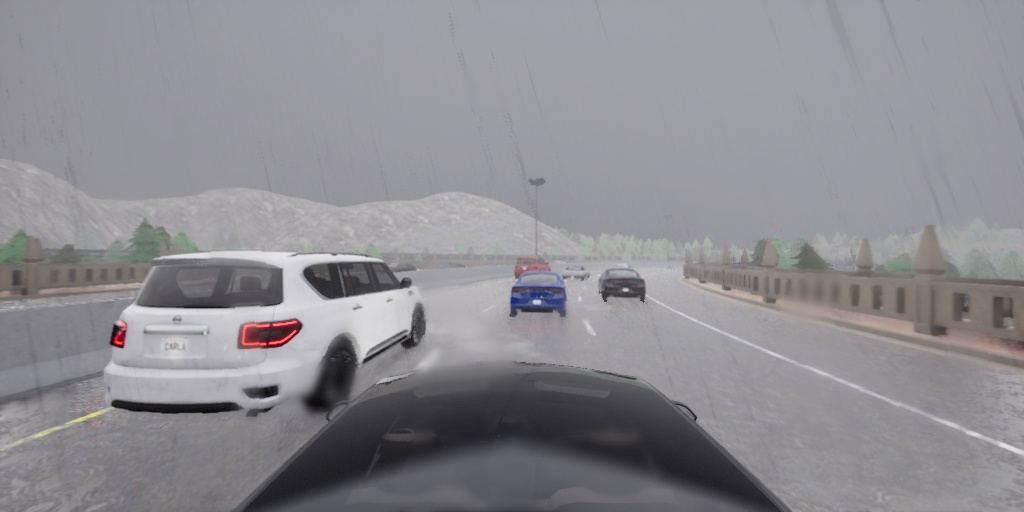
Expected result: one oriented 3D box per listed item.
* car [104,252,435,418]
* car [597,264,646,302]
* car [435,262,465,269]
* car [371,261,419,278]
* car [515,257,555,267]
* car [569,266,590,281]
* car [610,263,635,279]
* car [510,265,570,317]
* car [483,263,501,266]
[{"bbox_3d":[-3.179,0.976,6.195,2.150,2.045,5.566,0,0,3],"label":"car"},{"bbox_3d":[5.378,1.329,17.942,1.882,1.535,5.008,0,0,11],"label":"car"},{"bbox_3d":[-6.869,1.378,38.630,2.128,1.511,4.902,0,0,21],"label":"car"},{"bbox_3d":[-11.595,1.329,35.912,1.882,1.535,5.008,0,0,20],"label":"car"},{"bbox_3d":[1.890,1.119,31.690,2.150,2.045,5.566,0,0,19],"label":"car"},{"bbox_3d":[5.884,1.522,32.476,1.895,1.301,4.718,0,0,20],"label":"car"},{"bbox_3d":[11.204,1.490,36.168,1.812,1.442,4.674,0,0,24],"label":"car"},{"bbox_3d":[1.087,1.288,13.551,1.882,1.535,5.008,0,0,7],"label":"car"},{"bbox_3d":[-2.225,1.483,40.753,1.994,1.385,4.181,0,0,23],"label":"car"}]
